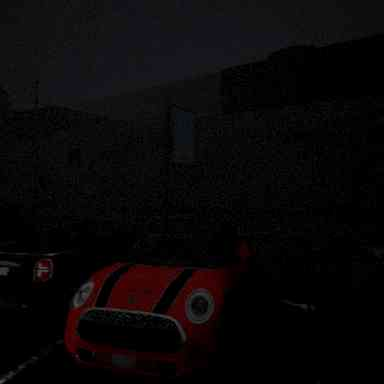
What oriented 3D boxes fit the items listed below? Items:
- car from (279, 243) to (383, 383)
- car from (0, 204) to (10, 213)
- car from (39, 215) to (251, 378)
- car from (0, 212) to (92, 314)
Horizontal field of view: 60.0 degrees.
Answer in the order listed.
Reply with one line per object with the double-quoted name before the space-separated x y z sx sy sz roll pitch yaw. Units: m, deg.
"car" 2.262 1.490 4.193 2.231 1.521 4.892 0 -1 16
"car" -7.514 1.288 11.193 2.435 2.045 5.566 0 -1 16
"car" -0.174 1.373 5.963 2.185 1.767 4.553 0 -1 15
"car" -2.640 1.383 7.646 2.185 1.767 4.553 0 -1 16
